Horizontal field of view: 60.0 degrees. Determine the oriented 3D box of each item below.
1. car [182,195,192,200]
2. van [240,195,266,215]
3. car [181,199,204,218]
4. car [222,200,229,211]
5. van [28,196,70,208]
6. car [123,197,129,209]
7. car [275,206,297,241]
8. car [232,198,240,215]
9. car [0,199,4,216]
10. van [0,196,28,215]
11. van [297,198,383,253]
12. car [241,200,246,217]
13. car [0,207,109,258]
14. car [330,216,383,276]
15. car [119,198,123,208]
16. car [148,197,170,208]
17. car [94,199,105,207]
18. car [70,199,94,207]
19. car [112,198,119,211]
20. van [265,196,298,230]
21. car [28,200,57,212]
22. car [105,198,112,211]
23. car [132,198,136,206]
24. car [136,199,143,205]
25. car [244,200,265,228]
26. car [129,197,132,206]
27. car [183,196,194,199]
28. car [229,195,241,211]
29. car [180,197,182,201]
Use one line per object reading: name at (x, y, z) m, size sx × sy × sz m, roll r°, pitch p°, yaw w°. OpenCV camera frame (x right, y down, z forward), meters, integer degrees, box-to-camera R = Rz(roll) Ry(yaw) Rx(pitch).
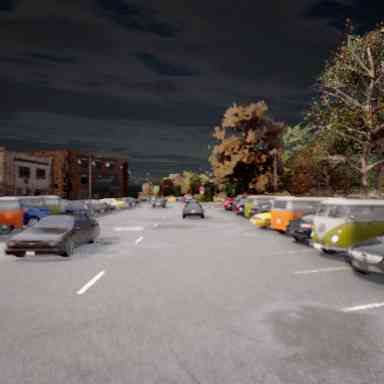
car at (-0.635, 1.867, 79.767) m, size 2.097 × 1.535 × 5.008 m, roll 0°, pitch -1°, yaw -1°
van at (6.513, 1.309, 26.715) m, size 4.442 × 1.987 × 1.878 m, roll 1°, pitch -1°, yaw -20°
car at (0.109, 1.627, 30.608) m, size 1.994 × 1.385 × 4.181 m, roll 0°, pitch 0°, yaw 0°
car at (6.433, 1.614, 38.459) m, size 4.792 × 1.488 × 2.163 m, roll 1°, pitch -1°, yaw -20°
van at (-11.305, 1.294, 23.807) m, size 4.442 × 1.987 × 1.878 m, roll -1°, pitch 0°, yaw -20°
car at (-11.577, 1.609, 44.231) m, size 5.366 × 1.575 × 1.946 m, roll -1°, pitch 0°, yaw -20°
car at (6.398, 1.538, 14.895) m, size 4.674 × 1.452 × 2.002 m, roll 1°, pitch 0°, yaw -20°
car at (6.433, 1.575, 29.624) m, size 4.792 × 1.488 × 2.163 m, roll 1°, pitch 0°, yaw -20°
car at (-11.384, 1.371, 14.970) m, size 4.553 × 1.767 × 2.185 m, roll -1°, pitch 0°, yaw -20°
van at (-11.522, 1.280, 17.852) m, size 4.442 × 1.987 × 1.878 m, roll -1°, pitch 0°, yaw -20°
van at (6.297, 1.267, 11.903) m, size 4.442 × 1.987 × 1.878 m, roll 1°, pitch 0°, yaw -20°
car at (6.396, 1.523, 23.725) m, size 4.892 × 1.521 × 2.231 m, roll 1°, pitch -1°, yaw -20°
car at (-5.094, 1.556, 13.143) m, size 2.033 × 1.411 × 5.357 m, roll 0°, pitch 0°, yaw 0°
car at (6.403, 1.530, 9.001) m, size 4.674 × 1.452 × 2.002 m, roll 1°, pitch 0°, yaw -20°
car at (-11.408, 1.637, 41.366) m, size 4.674 × 1.452 × 2.002 m, roll -1°, pitch -1°, yaw -20°
car at (-4.991, 1.647, 51.286) m, size 2.128 × 1.511 × 4.902 m, roll 0°, pitch 0°, yaw 0°
car at (-11.414, 1.558, 32.563) m, size 4.892 × 1.521 × 2.231 m, roll -1°, pitch -1°, yaw -20°
car at (-11.441, 1.419, 29.623) m, size 4.553 × 1.767 × 2.185 m, roll -1°, pitch -1°, yaw -20°
car at (-11.417, 1.584, 38.436) m, size 4.892 × 1.521 × 2.231 m, roll -1°, pitch -1°, yaw -20°
van at (6.514, 1.282, 17.879) m, size 4.442 × 1.987 × 1.878 m, roll 1°, pitch 0°, yaw -20°
car at (-11.404, 1.512, 20.829) m, size 5.008 × 1.535 × 2.097 m, roll -1°, pitch 0°, yaw -20°
car at (-11.379, 1.599, 35.510) m, size 4.792 × 1.488 × 2.163 m, roll -1°, pitch -1°, yaw -20°
car at (-11.411, 1.638, 50.168) m, size 4.892 × 1.521 × 2.231 m, roll -1°, pitch -1°, yaw -20°
car at (-11.400, 1.664, 56.031) m, size 4.892 × 1.521 × 2.231 m, roll -1°, pitch 0°, yaw -20°
car at (6.230, 1.508, 20.715) m, size 5.366 × 1.575 × 1.946 m, roll 1°, pitch 0°, yaw -20°
car at (-11.407, 1.663, 47.234) m, size 4.674 × 1.452 × 2.002 m, roll -1°, pitch -1°, yaw -20°
car at (0.107, 1.698, 46.299) m, size 1.994 × 1.385 × 4.181 m, roll 0°, pitch 0°, yaw 0°
car at (6.380, 1.431, 32.548) m, size 4.553 × 1.767 × 2.185 m, roll 1°, pitch -1°, yaw -20°
car at (-0.995, 1.713, 85.754) m, size 2.435 × 2.045 × 5.566 m, roll 0°, pitch -1°, yaw -7°
